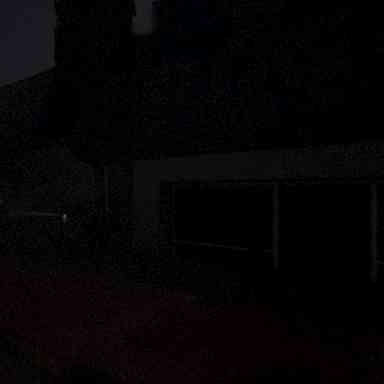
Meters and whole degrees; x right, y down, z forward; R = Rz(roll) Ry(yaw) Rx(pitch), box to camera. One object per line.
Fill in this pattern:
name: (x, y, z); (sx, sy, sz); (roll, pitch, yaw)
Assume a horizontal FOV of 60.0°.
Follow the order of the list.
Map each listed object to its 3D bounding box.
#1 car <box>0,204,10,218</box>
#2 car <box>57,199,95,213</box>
car: (-18.205, 1.478, 28.108); (1.882, 1.535, 5.008); (0, 0, 36)
car: (-12.292, 1.505, 36.317); (1.837, 1.490, 4.892); (0, 0, 36)
